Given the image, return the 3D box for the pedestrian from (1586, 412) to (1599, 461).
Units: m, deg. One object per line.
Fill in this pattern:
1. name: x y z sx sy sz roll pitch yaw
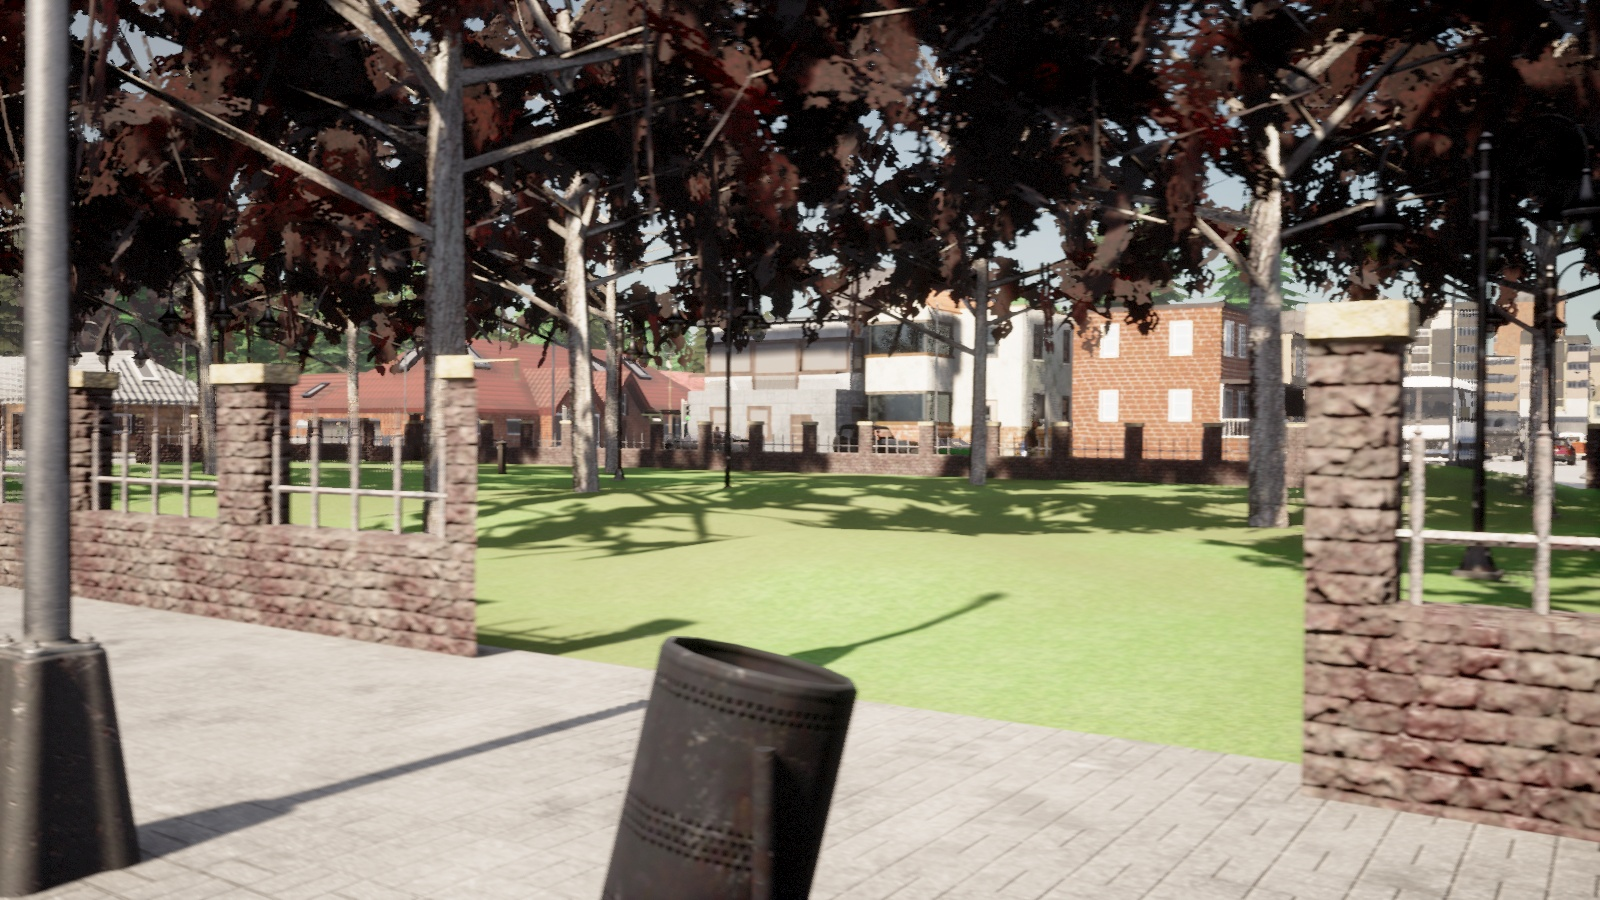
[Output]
1. pedestrian: 32.295 -0.543 50.636 0.873 1.952 0.659 -1 1 -27

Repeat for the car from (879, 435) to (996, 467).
1. car: 5.933 0.034 54.559 4.718 1.301 1.895 0 1 37

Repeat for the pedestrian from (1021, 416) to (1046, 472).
1. pedestrian: 7.829 -0.205 42.150 0.703 1.840 0.431 0 1 34

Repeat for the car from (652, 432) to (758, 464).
1. car: -4.695 -0.111 61.701 4.902 1.511 2.128 0 1 34

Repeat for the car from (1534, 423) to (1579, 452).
1. car: 44.207 -0.741 73.380 2.033 1.649 4.856 0 1 34

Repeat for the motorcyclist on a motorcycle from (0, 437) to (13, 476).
1. motorcyclist on a motorcycle: -33.862 0.282 52.127 0.866 1.590 1.817 0 1 35

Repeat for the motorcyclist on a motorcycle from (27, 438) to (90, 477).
1. motorcyclist on a motorcycle: -29.962 0.294 50.772 0.797 1.523 2.044 0 1 32

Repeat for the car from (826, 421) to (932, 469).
1. car: 3.226 -0.205 51.555 3.866 1.878 1.905 0 1 31

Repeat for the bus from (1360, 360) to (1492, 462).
1. bus: 28.795 -1.690 57.426 3.944 4.253 10.273 0 1 35
